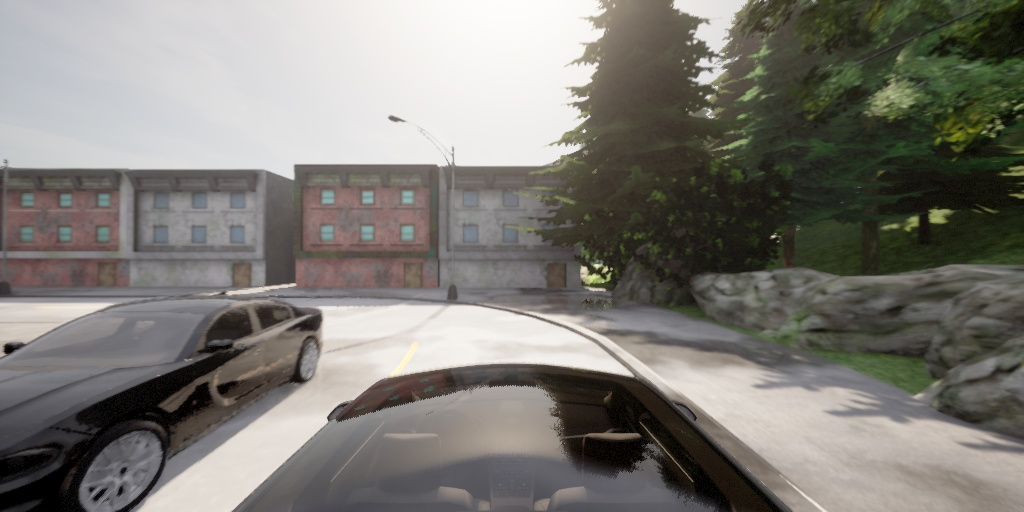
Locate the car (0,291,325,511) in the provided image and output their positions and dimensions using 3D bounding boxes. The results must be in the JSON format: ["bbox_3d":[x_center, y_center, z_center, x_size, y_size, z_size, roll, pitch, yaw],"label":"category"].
[{"bbox_3d":[-4.058,1.258,4.300,1.882,1.535,5.008,1,-1,-6],"label":"car"}]
